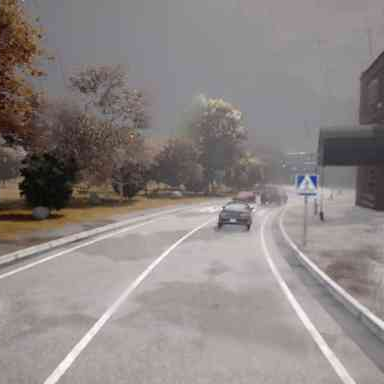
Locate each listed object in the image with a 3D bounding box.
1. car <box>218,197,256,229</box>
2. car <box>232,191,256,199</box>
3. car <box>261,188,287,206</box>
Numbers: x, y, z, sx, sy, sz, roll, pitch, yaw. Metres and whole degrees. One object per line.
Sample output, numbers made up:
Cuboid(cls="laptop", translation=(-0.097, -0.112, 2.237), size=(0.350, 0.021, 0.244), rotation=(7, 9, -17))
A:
Cuboid(cls="car", translation=(2.716, 1.315, 20.000), size=(1.812, 1.442, 4.674), rotation=(1, 1, 13))
Cuboid(cls="car", translation=(6.417, 0.655, 41.071), size=(1.882, 1.535, 5.008), rotation=(2, 2, 27))
Cuboid(cls="car", translation=(9.890, 0.536, 39.791), size=(2.150, 2.045, 5.566), rotation=(2, 2, 27))
